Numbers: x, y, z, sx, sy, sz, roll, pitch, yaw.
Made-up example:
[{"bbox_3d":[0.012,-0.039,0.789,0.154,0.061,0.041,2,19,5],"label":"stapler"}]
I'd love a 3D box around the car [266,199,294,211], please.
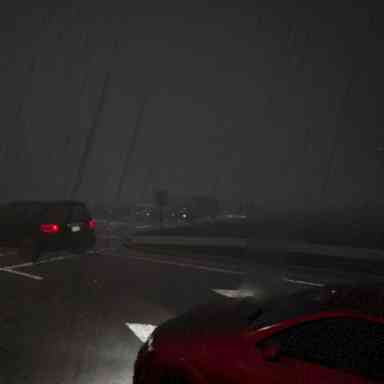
[{"bbox_3d":[11.598,1.691,43.030,1.994,1.385,4.181,-1,0,37],"label":"car"}]

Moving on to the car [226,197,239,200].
[{"bbox_3d":[2.913,1.636,37.117,1.882,1.535,5.008,-1,0,36],"label":"car"}]

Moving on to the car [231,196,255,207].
[{"bbox_3d":[8.698,1.564,56.804,2.097,1.767,4.553,-1,0,37],"label":"car"}]

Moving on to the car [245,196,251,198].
[{"bbox_3d":[10.773,1.676,53.723,2.128,1.511,4.902,-1,0,37],"label":"car"}]

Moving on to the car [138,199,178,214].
[{"bbox_3d":[-3.993,1.694,39.534,1.882,1.535,5.008,-1,0,36],"label":"car"}]

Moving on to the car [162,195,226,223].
[{"bbox_3d":[0.207,1.352,27.488,2.150,2.045,5.566,-1,0,37],"label":"car"}]

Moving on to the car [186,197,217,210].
[{"bbox_3d":[1.411,1.568,46.908,2.097,1.767,4.553,-1,0,36],"label":"car"}]

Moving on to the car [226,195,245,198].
[{"bbox_3d":[4.587,1.407,45.323,2.150,2.045,5.566,-1,0,36],"label":"car"}]

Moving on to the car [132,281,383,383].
[{"bbox_3d":[1.437,1.566,2.965,4.181,1.385,1.994,-1,0,36],"label":"car"}]

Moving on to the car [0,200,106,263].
[{"bbox_3d":[-6.028,1.324,12.592,5.566,2.045,2.150,0,0,36],"label":"car"}]

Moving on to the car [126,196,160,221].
[{"bbox_3d":[-2.794,1.381,29.327,2.150,2.045,5.566,-1,0,36],"label":"car"}]

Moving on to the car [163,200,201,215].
[{"bbox_3d":[-1.004,1.713,37.688,1.812,1.442,4.674,-1,0,36],"label":"car"}]

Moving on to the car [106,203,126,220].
[{"bbox_3d":[-6.305,1.714,30.452,1.812,1.442,4.674,-1,0,36],"label":"car"}]

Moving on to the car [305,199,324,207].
[{"bbox_3d":[19.984,1.726,54.376,1.895,1.301,4.718,-1,0,37],"label":"car"}]

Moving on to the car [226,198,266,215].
[{"bbox_3d":[5.734,1.693,35.042,1.994,1.385,4.181,-1,0,36],"label":"car"}]

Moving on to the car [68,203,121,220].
[{"bbox_3d":[-9.351,1.819,32.216,1.895,1.301,4.718,-1,0,36],"label":"car"}]
